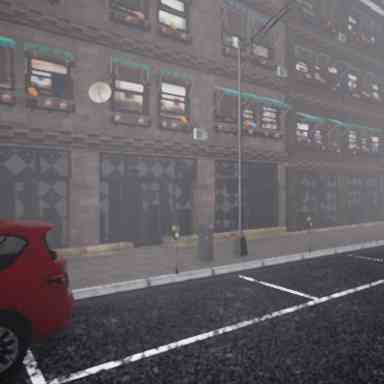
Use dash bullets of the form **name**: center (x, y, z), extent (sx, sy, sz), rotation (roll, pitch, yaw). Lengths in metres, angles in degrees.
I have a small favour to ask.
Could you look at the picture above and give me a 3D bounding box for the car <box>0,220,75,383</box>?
- **car**: center (-3.945, 1.307, 3.775), extent (5.009, 1.841, 2.192), rotation (1, -1, -35)
